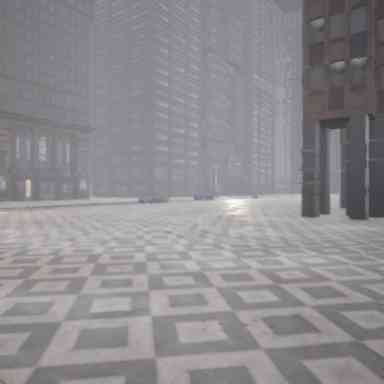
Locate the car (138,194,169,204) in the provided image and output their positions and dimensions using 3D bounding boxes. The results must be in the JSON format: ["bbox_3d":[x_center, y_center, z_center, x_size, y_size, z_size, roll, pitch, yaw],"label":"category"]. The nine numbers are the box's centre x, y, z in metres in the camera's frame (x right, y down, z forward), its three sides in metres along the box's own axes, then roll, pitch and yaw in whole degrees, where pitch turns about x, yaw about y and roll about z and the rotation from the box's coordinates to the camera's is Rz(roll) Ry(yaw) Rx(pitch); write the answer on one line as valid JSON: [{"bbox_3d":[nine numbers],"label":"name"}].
[{"bbox_3d":[-5.785,1.050,50.103,2.033,1.411,5.357,0,1,36],"label":"car"}]

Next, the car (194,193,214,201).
[{"bbox_3d":[2.276,0.852,61.442,1.882,1.535,5.008,0,1,35],"label":"car"}]
